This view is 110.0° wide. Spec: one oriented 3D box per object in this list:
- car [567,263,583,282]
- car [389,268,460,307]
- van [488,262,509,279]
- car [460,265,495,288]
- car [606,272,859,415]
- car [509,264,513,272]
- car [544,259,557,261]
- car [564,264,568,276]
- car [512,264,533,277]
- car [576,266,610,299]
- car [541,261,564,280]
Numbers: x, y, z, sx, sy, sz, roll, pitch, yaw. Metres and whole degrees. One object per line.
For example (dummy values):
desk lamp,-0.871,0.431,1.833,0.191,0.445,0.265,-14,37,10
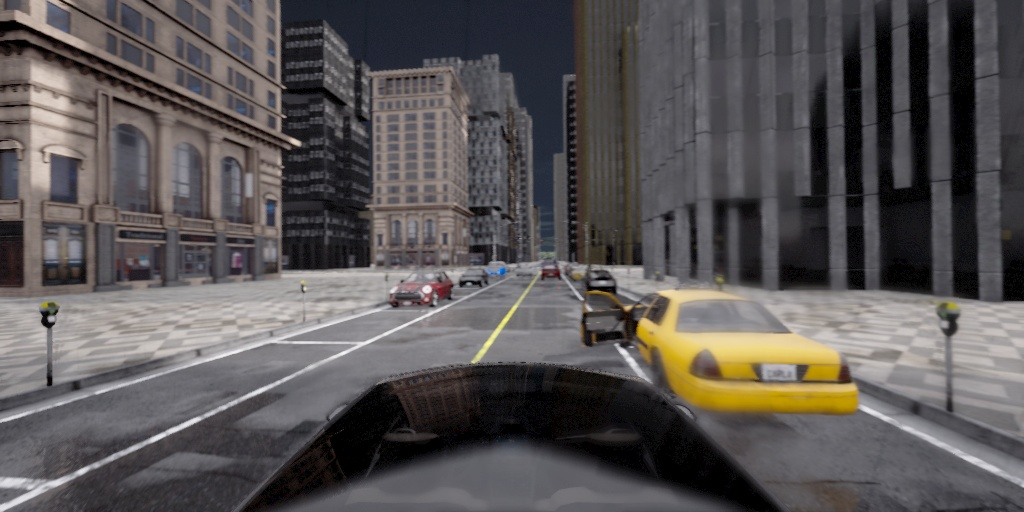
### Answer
car,6.262,1.540,32.560,1.751,1.417,4.829,0,0,6
car,-4.008,1.401,16.453,1.967,1.591,4.097,0,0,6
van,-1.642,1.516,38.892,1.690,1.789,3.998,0,0,6
car,-2.825,1.636,27.673,1.948,1.339,4.313,0,0,6
car,3.071,1.223,6.311,1.801,1.575,5.366,-1,-1,6
car,0.132,1.880,55.722,2.007,1.370,4.403,0,0,6
car,4.856,1.390,45.473,2.150,2.045,5.566,-1,-1,6
car,6.836,1.617,38.001,2.007,1.370,4.403,0,0,6
car,1.556,1.784,43.225,1.895,1.301,4.718,-1,-1,6
car,5.062,1.473,21.172,1.948,1.339,4.313,0,0,6
car,3.847,1.551,35.310,1.882,1.535,5.008,-1,-1,6
